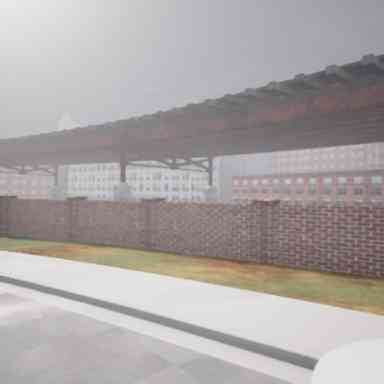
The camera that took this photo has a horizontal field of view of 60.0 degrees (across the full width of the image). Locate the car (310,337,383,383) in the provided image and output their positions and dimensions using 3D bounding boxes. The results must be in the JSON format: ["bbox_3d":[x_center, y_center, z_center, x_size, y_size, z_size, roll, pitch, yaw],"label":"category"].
[{"bbox_3d":[2.964,1.545,1.574,4.674,1.442,1.812,0,0,37],"label":"car"}]
